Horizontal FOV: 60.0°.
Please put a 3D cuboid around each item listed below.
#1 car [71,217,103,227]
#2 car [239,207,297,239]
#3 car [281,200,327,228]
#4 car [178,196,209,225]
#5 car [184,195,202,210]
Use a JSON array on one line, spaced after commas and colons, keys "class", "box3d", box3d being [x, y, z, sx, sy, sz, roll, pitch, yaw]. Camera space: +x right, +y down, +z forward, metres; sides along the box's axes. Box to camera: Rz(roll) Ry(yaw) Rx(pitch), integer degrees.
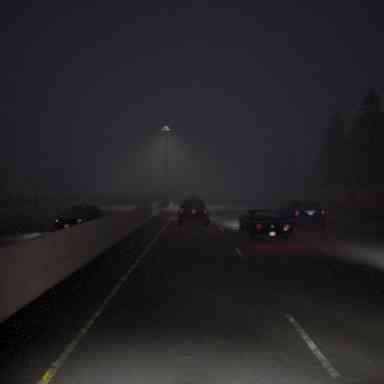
[{"class": "car", "box3d": [-7.001, 1.512, 21.359, 2.033, 1.411, 5.357, 0, 0, 0]}, {"class": "car", "box3d": [3.601, 1.573, 17.127, 1.895, 1.301, 4.718, 0, 0, 0]}, {"class": "car", "box3d": [7.102, 1.316, 22.024, 2.097, 1.767, 4.553, 0, 0, 0]}, {"class": "car", "box3d": [0.102, 1.313, 23.879, 2.097, 1.767, 4.553, 0, 0, 0]}, {"class": "car", "box3d": [0.073, 1.285, 41.652, 2.097, 1.767, 4.553, 0, 0, 0]}]
